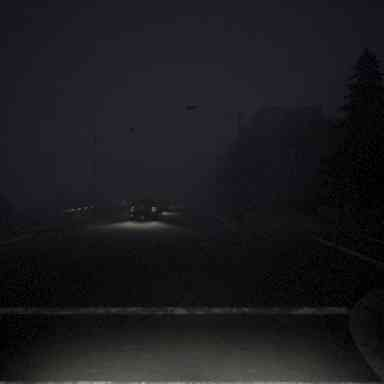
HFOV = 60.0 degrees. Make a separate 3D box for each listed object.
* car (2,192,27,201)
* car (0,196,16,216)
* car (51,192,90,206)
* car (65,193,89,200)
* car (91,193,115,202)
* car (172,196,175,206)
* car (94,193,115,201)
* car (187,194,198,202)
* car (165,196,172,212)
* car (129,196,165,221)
[{"bbox_3d":[-35.065,0.884,65.569,4.605,1.855,1.932,0,0,0],"label":"car"},{"bbox_3d":[-17.393,1.290,28.154,3.633,1.501,1.845,0,0,0],"label":"car"},{"bbox_3d":[-17.263,0.949,46.737,4.605,1.855,1.932,0,0,0],"label":"car"},{"bbox_3d":[-25.057,1.060,72.515,4.514,1.523,2.007,0,0,0],"label":"car"},{"bbox_3d":[-17.681,0.951,62.437,5.027,1.636,2.152,0,0,0],"label":"car"},{"bbox_3d":[-3.584,1.301,50.717,1.882,1.535,5.008,0,0,0],"label":"car"},{"bbox_3d":[-18.006,1.007,68.854,3.806,1.475,1.970,0,0,0],"label":"car"},{"bbox_3d":[0.084,1.251,68.764,2.128,1.511,4.902,0,0,0],"label":"car"},{"bbox_3d":[-3.601,1.397,36.860,1.812,1.442,4.674,0,0,0],"label":"car"},{"bbox_3d":[-3.603,1.259,26.372,2.097,1.767,4.553,0,0,0],"label":"car"}]
